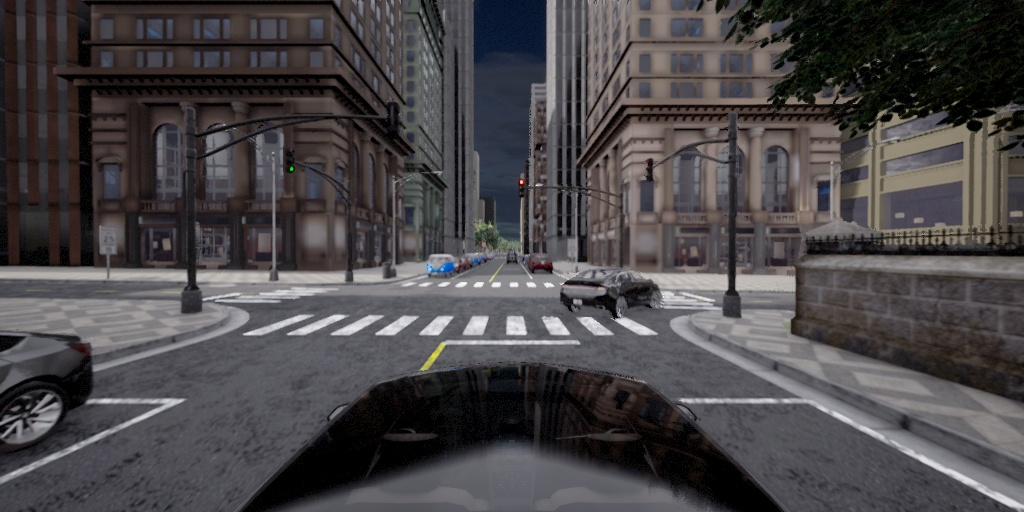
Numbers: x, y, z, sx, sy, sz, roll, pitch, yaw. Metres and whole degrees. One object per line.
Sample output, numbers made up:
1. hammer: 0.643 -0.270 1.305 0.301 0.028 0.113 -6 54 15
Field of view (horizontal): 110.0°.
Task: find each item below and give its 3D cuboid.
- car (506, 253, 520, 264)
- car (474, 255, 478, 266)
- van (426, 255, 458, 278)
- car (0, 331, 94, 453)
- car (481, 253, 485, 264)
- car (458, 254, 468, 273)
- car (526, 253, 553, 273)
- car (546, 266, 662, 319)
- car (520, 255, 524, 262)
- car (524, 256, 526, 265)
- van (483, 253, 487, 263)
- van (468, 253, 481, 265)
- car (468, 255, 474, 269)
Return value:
1. car: 0.053 0.597 59.705 1.837 1.490 4.892 0 0 1
2. car: -5.761 0.814 45.390 1.948 1.339 4.313 0 0 0
3. van: -5.762 0.769 29.068 1.690 1.789 3.998 0 0 0
4. car: -5.763 1.307 2.413 1.948 1.339 4.313 0 0 0
5. car: -5.761 0.676 56.272 1.888 1.381 4.507 0 0 0
6. car: -5.762 0.807 34.508 1.967 1.591 4.097 0 0 0
7. car: 2.764 0.681 34.517 2.192 1.841 5.009 0 0 0
8. car: 3.609 1.182 12.591 2.128 1.511 4.902 0 0 42
9. car: 2.765 0.681 56.279 2.007 1.370 4.403 0 0 0
10. car: 2.764 0.622 39.957 2.192 1.841 5.009 0 0 0
11. van: -5.761 0.413 61.713 1.690 1.789 3.998 0 0 0
12. van: -5.761 0.530 50.831 1.690 1.789 3.998 0 0 0
13. car: -5.761 0.852 39.949 1.888 1.381 4.507 0 0 0
